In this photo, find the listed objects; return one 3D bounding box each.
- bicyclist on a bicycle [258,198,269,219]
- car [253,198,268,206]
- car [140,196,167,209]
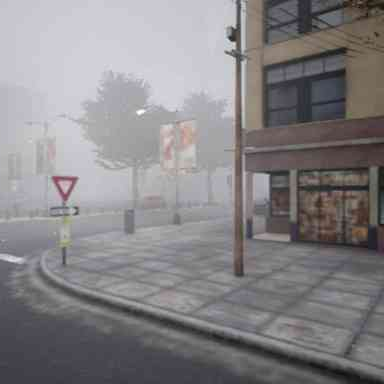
[{"bbox_3d":[5.812,1.283,25.632,1.656,1.620,0.582,0,0,37],"label":"bicyclist on a bicycle"},{"bbox_3d":[10.091,1.566,50.594,1.895,1.301,4.718,0,0,35],"label":"car"},{"bbox_3d":[-5.403,1.328,43.147,2.097,1.767,4.553,0,0,37],"label":"car"}]
